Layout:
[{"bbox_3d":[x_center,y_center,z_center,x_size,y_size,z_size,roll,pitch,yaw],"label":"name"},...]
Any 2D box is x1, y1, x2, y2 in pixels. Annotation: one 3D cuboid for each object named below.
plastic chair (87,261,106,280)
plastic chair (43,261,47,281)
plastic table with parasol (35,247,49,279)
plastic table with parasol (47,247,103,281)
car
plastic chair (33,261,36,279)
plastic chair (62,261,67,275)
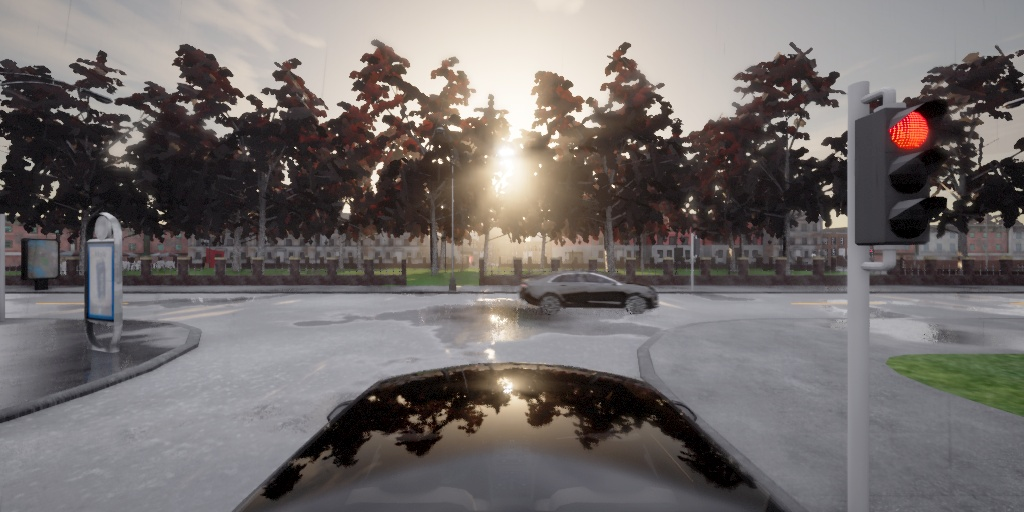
[{"bbox_3d":[-38.197,1.296,32.962,0.730,1.272,0.750,0,0,-40],"label":"plastic chair"},{"bbox_3d":[-40.225,1.293,31.484,0.730,1.272,0.750,0,0,-40],"label":"plastic chair"},{"bbox_3d":[-43.616,0.620,34.871,2.482,2.480,2.482,0,0,-39],"label":"plastic table with parasol"},{"bbox_3d":[-39.195,0.694,32.229,2.482,2.480,2.482,0,0,-40],"label":"plastic table with parasol"},{"bbox_3d":[2.666,1.241,12.870,4.902,1.511,2.128,0,0,0],"label":"car"},{"bbox_3d":[-44.624,1.295,34.121,0.730,1.272,0.750,0,0,-41],"label":"plastic chair"},{"bbox_3d":[-38.292,1.306,31.256,0.750,1.272,0.730,0,0,-35],"label":"plastic chair"}]
